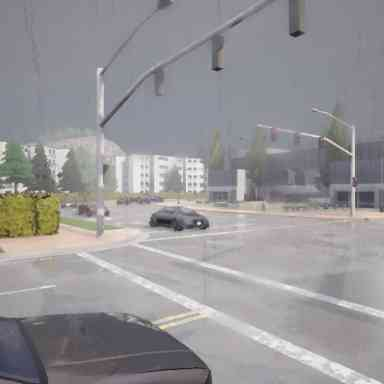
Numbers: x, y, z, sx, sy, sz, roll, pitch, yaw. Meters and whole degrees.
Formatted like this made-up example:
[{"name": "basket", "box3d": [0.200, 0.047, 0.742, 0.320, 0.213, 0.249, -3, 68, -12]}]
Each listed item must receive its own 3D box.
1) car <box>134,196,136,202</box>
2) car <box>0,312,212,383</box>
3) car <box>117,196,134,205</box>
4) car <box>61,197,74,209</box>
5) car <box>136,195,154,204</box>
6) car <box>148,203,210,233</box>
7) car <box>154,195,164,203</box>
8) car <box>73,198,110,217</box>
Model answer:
[{"name": "car", "box3d": [-11.381, 1.477, 68.885, 1.882, 1.535, 5.008, 0, 0, 14]}, {"name": "car", "box3d": [-2.361, 1.547, 2.080, 5.357, 1.411, 2.033, 0, 0, -35]}, {"name": "car", "box3d": [-12.061, 1.492, 58.853, 2.128, 1.511, 4.902, 0, 0, -4]}, {"name": "car", "box3d": [-16.496, 1.491, 44.642, 2.128, 1.511, 4.902, 0, 0, -18]}, {"name": "car", "box3d": [-8.632, 1.505, 61.169, 1.837, 1.490, 4.892, 0, 0, -1]}, {"name": "car", "box3d": [-0.827, 1.564, 19.947, 1.994, 1.385, 4.181, 0, 0, -38]}, {"name": "car", "box3d": [-7.538, 1.354, 70.934, 2.097, 1.767, 4.553, 0, 0, 17]}, {"name": "car", "box3d": [-9.241, 1.526, 31.046, 1.812, 1.442, 4.674, 0, 0, -35]}]
